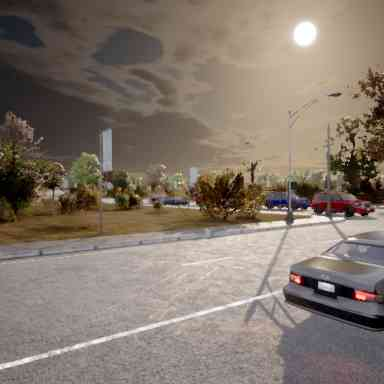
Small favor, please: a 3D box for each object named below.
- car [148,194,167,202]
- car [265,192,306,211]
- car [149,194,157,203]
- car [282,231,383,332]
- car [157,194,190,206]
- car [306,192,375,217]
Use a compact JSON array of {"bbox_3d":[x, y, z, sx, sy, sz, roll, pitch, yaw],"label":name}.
[{"bbox_3d":[-7.658,1.255,73.405,1.882,1.535,5.008,-1,0,-38],"label":"car"},{"bbox_3d":[11.047,1.035,38.880,2.150,2.045,5.566,-1,0,-39],"label":"car"},{"bbox_3d":[-5.409,1.174,59.329,2.097,1.767,4.553,-1,0,-39],"label":"car"},{"bbox_3d":[4.143,1.527,6.719,5.357,1.411,2.033,0,0,-36],"label":"car"},{"bbox_3d":[-2.642,1.391,50.273,2.033,1.411,5.357,-1,0,-39],"label":"car"},{"bbox_3d":[13.104,1.062,29.344,2.150,2.045,5.566,0,0,-25],"label":"car"}]
